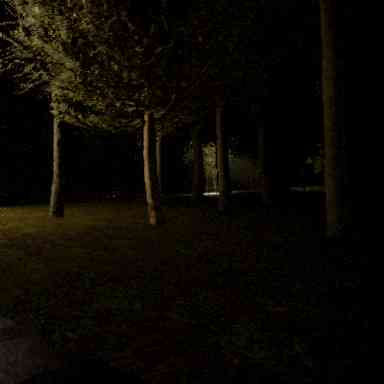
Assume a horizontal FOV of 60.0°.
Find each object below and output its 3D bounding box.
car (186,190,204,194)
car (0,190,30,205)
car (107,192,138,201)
[{"bbox_3d":[0.808,-0.200,78.899,2.033,1.411,5.357,-3,1,34],"label":"car"},{"bbox_3d":[-23.838,0.890,42.846,2.150,2.045,5.566,-2,1,34],"label":"car"},{"bbox_3d":[-10.407,0.627,50.075,1.895,1.301,4.718,-3,0,34],"label":"car"}]
